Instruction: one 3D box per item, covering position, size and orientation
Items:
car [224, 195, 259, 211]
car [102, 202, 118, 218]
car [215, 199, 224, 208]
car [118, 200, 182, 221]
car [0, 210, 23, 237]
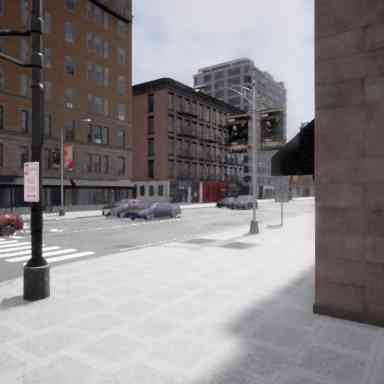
[{"bbox_3d":[6.097,1.200,39.246,2.097,1.767,4.553,0,0,35],"label":"car"},{"bbox_3d":[-5.475,1.412,28.492,2.128,1.511,4.902,0,0,35],"label":"car"},{"bbox_3d":[5.127,1.391,43.503,2.033,1.411,5.357,0,0,36],"label":"car"},{"bbox_3d":[-2.954,1.463,26.425,2.033,1.411,5.357,0,0,35],"label":"car"},{"bbox_3d":[-10.489,1.498,15.719,1.812,1.442,4.674,0,0,35],"label":"car"}]
